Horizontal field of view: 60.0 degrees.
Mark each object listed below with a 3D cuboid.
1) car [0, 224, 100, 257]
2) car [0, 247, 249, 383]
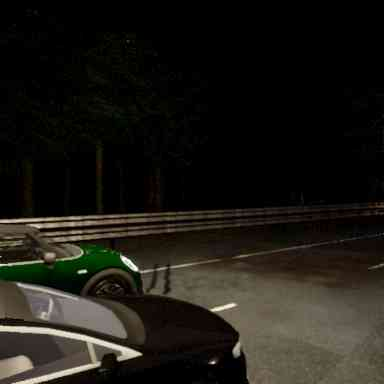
[{"bbox_3d":[-3.160,1.352,5.788,4.553,1.767,2.097,0,0,-35],"label":"car"},{"bbox_3d":[-1.685,1.492,2.544,4.902,1.511,2.128,0,0,-35],"label":"car"}]
